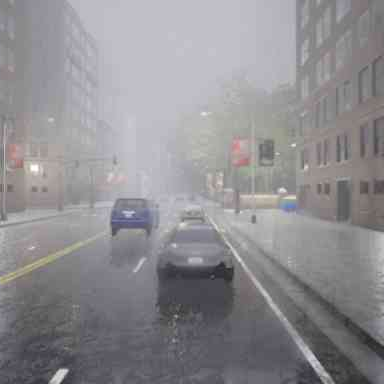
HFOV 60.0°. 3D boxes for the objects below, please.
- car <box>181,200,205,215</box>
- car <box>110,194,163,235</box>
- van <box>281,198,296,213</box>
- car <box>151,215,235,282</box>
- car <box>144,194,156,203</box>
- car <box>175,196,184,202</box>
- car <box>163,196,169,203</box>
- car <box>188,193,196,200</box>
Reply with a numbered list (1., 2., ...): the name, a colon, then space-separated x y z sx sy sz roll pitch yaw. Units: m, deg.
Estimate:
1. car: 0.080 1.625 26.390 2.033 1.411 5.357 0 0 0
2. car: -3.164 1.277 19.268 2.150 2.045 5.566 0 0 0
3. van: 12.136 1.514 37.655 3.998 1.788 1.690 0 0 1
4. car: 0.092 1.593 9.862 1.994 1.385 4.181 0 0 0
5. car: -9.810 1.419 77.920 2.150 2.045 5.566 0 0 0
6. car: -3.317 1.730 87.357 2.128 1.511 4.902 0 0 0
7. car: -6.560 1.672 77.952 1.882 1.535 5.008 0 0 0
8. car: -0.066 1.705 87.361 1.837 1.490 4.892 0 0 0
